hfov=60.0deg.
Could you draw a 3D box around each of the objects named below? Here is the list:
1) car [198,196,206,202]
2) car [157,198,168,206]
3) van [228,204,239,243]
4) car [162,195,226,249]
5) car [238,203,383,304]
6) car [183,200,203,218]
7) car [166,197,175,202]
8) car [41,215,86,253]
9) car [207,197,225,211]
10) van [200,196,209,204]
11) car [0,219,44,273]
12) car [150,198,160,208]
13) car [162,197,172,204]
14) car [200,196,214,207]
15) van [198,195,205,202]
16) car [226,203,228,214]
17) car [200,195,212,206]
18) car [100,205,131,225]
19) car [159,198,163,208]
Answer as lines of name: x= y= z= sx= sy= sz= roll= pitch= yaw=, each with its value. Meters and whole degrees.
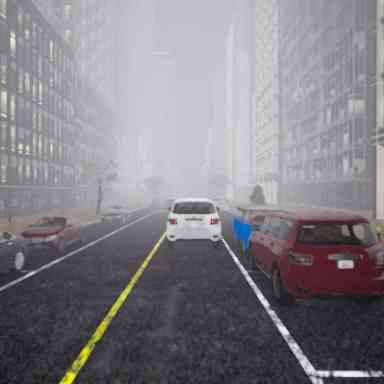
car: x=2.670 y=1.853 z=87.755 sx=1.967 sy=1.590 sz=4.097 roll=-1 pitch=0 yaw=0
car: x=-5.706 y=1.833 z=64.850 sx=1.752 sy=1.417 sz=4.829 roll=-1 pitch=0 yaw=0
van: x=2.679 y=1.408 z=13.869 sx=1.690 sy=1.788 sz=3.998 roll=-1 pitch=0 yaw=0
car: x=0.083 y=1.293 z=15.083 sx=2.150 sy=2.045 sz=5.566 roll=0 pitch=0 yaw=0
car: x=2.679 y=1.355 z=8.186 sx=2.192 sy=1.841 sz=5.009 roll=-1 pitch=0 yaw=0
car: x=0.084 y=1.635 z=32.785 sx=1.882 sy=1.535 sz=5.008 roll=0 pitch=0 yaw=0
car: x=-5.709 y=1.964 z=87.754 sx=2.008 sy=1.369 sz=4.403 roll=-1 pitch=0 yaw=0
car: x=-5.700 y=1.649 z=13.867 sx=1.802 sy=1.307 sz=4.206 roll=-1 pitch=0 yaw=0
car: x=3.107 y=1.563 z=44.039 sx=2.097 sy=1.767 sz=4.553 roll=0 pitch=0 yaw=0
van: x=2.672 y=1.676 z=70.705 sx=1.690 sy=1.788 sz=3.998 roll=-1 pitch=0 yaw=0
car: x=-5.700 y=1.591 z=8.184 sx=2.008 sy=1.369 sz=4.403 roll=-1 pitch=0 yaw=0
car: x=-5.706 y=1.696 z=53.652 sx=1.967 sy=1.590 sz=4.097 roll=-1 pitch=0 yaw=0
car: x=-5.708 y=1.927 z=76.387 sx=1.947 sy=1.339 sz=4.313 roll=-1 pitch=0 yaw=0
car: x=2.672 y=1.597 z=59.338 sx=2.192 sy=1.841 sz=5.009 roll=-1 pitch=0 yaw=0
van: x=2.668 y=1.780 z=93.439 sx=1.690 sy=1.788 sz=3.998 roll=-1 pitch=0 yaw=0
car: x=3.144 y=1.703 z=37.068 sx=1.812 sy=1.442 sz=4.674 roll=0 pitch=0 yaw=0
car: x=2.672 y=1.624 z=65.022 sx=2.192 sy=1.841 sz=5.009 roll=-1 pitch=0 yaw=0
car: x=-5.701 y=1.672 z=25.234 sx=2.008 sy=1.369 sz=4.403 roll=-1 pitch=0 yaw=0
car: x=-3.092 y=1.729 z=46.586 sx=1.837 sy=1.490 sz=4.892 roll=0 pitch=-1 yaw=0
